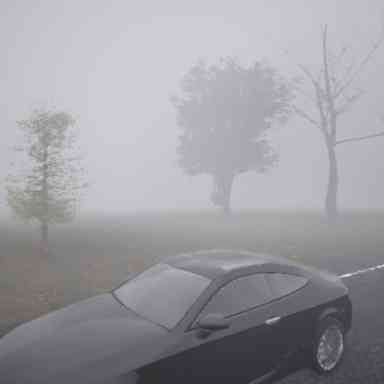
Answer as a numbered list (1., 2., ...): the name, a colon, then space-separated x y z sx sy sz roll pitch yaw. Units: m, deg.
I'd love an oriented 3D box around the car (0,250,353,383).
1. car: 0.134 1.521 4.062 4.674 1.442 1.812 0 0 -35
